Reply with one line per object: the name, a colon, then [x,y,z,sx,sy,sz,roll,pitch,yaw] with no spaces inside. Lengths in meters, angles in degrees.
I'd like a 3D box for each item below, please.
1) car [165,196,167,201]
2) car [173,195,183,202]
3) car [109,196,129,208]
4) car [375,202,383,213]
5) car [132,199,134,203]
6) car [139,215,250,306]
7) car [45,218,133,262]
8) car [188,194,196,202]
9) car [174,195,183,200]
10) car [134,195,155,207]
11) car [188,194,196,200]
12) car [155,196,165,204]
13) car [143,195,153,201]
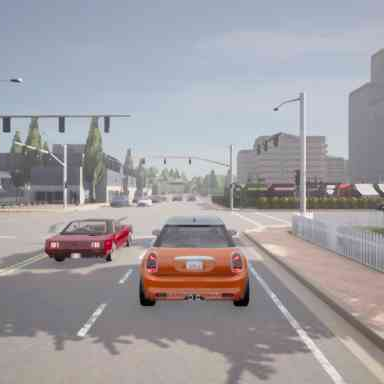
car: [-7.048,1.568,80.614,1.895,1.301,4.718,0,0,0]
car: [-3.546,1.499,77.820,1.812,1.442,4.674,0,0,0]
car: [-10.617,1.343,48.789,2.097,1.767,4.553,0,0,0]
car: [21.921,1.346,35.101,4.553,1.767,2.097,0,0,-1]
car: [-10.568,1.552,65.722,1.994,1.385,4.181,0,0,0]
car: [0.059,1.351,8.167,2.097,1.767,4.553,0,0,0]
car: [-3.423,1.599,12.061,1.895,1.301,4.718,0,0,0]
car: [-0.046,1.517,77.503,2.033,1.411,5.357,0,0,0]
car: [-3.552,1.409,87.774,1.994,1.385,4.181,0,0,0]
car: [-7.115,1.517,50.224,1.812,1.442,4.674,0,0,0]
car: [-0.052,1.382,87.778,2.128,1.511,4.902,0,0,0]
car: [-7.064,1.493,65.935,1.837,1.490,4.892,0,0,0]
car: [-10.547,1.528,79.998,1.994,1.385,4.181,0,0,0]
